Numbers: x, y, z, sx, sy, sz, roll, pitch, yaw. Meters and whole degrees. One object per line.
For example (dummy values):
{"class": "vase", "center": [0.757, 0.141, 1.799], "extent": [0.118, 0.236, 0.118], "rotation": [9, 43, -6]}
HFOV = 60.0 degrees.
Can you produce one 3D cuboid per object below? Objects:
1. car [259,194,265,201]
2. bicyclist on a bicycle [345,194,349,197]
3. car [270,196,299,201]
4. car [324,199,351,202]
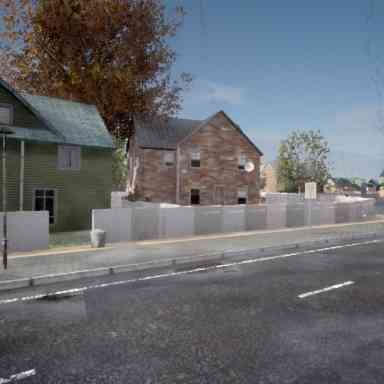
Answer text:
{"class": "car", "center": [9.618, 0.978, 55.496], "extent": [1.895, 1.301, 4.718], "rotation": [1, 0, -19]}
{"class": "bicyclist on a bicycle", "center": [20.153, 1.036, 43.350], "extent": [1.656, 1.620, 0.582], "rotation": [1, 0, -20]}
{"class": "car", "center": [12.925, 1.010, 46.171], "extent": [1.882, 1.535, 5.008], "rotation": [1, 0, -20]}
{"class": "car", "center": [16.238, 1.190, 36.844], "extent": [1.837, 1.490, 4.892], "rotation": [1, 1, -20]}
